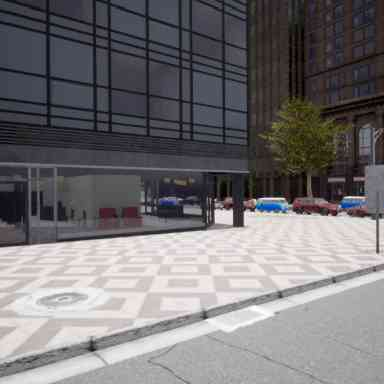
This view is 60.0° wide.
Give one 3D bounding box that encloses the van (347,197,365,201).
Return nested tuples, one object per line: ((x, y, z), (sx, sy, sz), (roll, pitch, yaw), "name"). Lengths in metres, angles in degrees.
((19.692, 1.457, 39.364), (1.690, 1.788, 3.998), (-1, 0, -35), "van")

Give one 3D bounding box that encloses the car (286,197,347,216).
((12.747, 1.518, 34.419), (2.192, 1.841, 5.009), (-1, 0, -35), "car")

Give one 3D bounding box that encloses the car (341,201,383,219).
((16.043, 1.728, 29.790), (1.802, 1.307, 4.206), (-1, 0, -35), "car")

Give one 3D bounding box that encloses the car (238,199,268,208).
((9.731, 1.804, 53.393), (1.752, 1.417, 4.829), (-1, 0, -35), "car")

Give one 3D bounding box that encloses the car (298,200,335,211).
((16.408, 1.737, 43.995), (1.947, 1.339, 4.313), (-1, 0, -35), "car")

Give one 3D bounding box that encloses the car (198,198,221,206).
((3.252, 1.930, 62.513), (2.008, 1.369, 4.403), (-1, 0, -35), "car")

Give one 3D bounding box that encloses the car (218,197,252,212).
((6.169, 1.627, 43.680), (2.192, 1.841, 5.009), (-1, 0, -35), "car")

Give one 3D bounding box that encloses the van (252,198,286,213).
((9.458, 1.600, 39.050), (1.690, 1.788, 3.998), (-1, 0, -35), "van")

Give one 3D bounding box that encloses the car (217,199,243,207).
((6.540, 1.873, 57.884), (1.887, 1.381, 4.507), (-1, 0, -35), "car")

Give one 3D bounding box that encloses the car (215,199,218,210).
((2.884, 1.915, 48.311), (2.008, 1.369, 4.403), (-1, 0, -35), "car")
